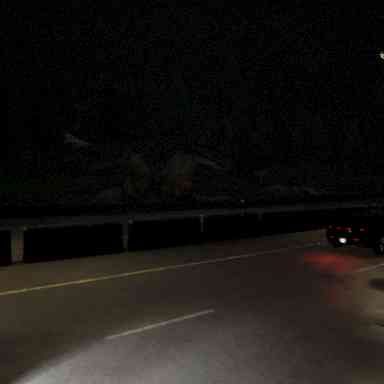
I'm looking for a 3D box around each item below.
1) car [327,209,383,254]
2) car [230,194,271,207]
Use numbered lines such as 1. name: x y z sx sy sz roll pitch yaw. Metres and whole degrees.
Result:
1. car: 7.362 1.459 13.297 4.892 1.490 1.837 0 0 -35
2. car: 5.958 0.880 33.915 4.553 1.767 2.097 -1 0 -35
